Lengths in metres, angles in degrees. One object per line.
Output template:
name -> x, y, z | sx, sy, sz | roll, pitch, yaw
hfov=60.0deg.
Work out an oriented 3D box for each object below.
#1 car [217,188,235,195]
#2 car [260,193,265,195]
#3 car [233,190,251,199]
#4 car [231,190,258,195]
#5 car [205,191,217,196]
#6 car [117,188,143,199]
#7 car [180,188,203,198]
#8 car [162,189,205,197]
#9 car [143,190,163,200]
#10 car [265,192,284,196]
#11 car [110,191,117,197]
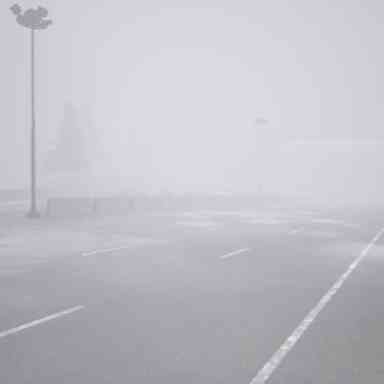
car -> 5.891, 0.332, 58.408 | 2.150, 2.045, 5.566 | 2, 1, 34
car -> 14.811, 0.927, 71.644 | 1.895, 1.301, 4.718 | 2, 0, 34
car -> 10.795, 0.545, 71.927 | 2.097, 1.767, 4.553 | 2, 0, 34
car -> 8.932, 0.790, 56.684 | 1.994, 1.385, 4.181 | 2, 1, 35
car -> 1.816, 0.468, 58.652 | 2.128, 1.511, 4.902 | 2, 1, 34
car -> -7.398, 0.463, 45.033 | 1.895, 1.301, 4.718 | 2, 1, 34
car -> -0.015, 0.236, 62.154 | 2.097, 1.767, 4.553 | 2, 1, 34
car -> -0.974, 0.641, 42.046 | 2.033, 1.411, 5.357 | 2, 1, 34
car -> -3.760, 0.488, 44.164 | 1.837, 1.490, 4.892 | 2, 0, 34
car -> 17.714, 0.802, 69.678 | 2.097, 1.767, 4.553 | 2, 0, 34
car -> -9.641, 0.262, 47.939 | 1.837, 1.490, 4.892 | 2, 0, 34
